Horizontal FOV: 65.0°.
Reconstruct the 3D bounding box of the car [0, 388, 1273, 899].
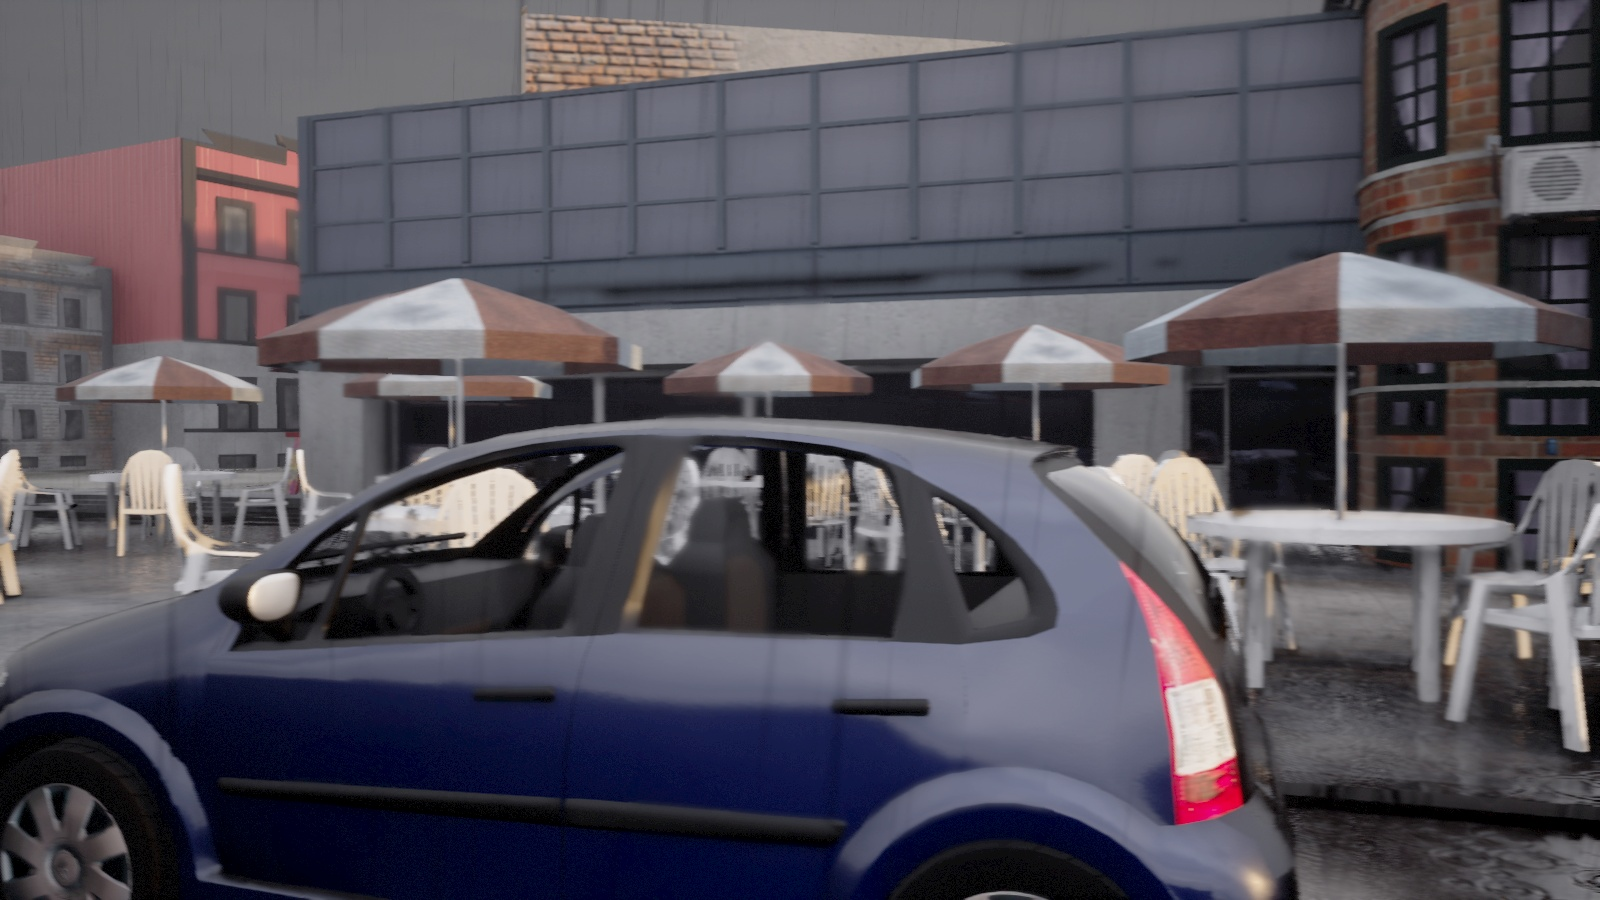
[{"bbox_3d":[-0.685,0.659,3.948,3.988,1.617,1.851,1,1,19],"label":"car"}]
